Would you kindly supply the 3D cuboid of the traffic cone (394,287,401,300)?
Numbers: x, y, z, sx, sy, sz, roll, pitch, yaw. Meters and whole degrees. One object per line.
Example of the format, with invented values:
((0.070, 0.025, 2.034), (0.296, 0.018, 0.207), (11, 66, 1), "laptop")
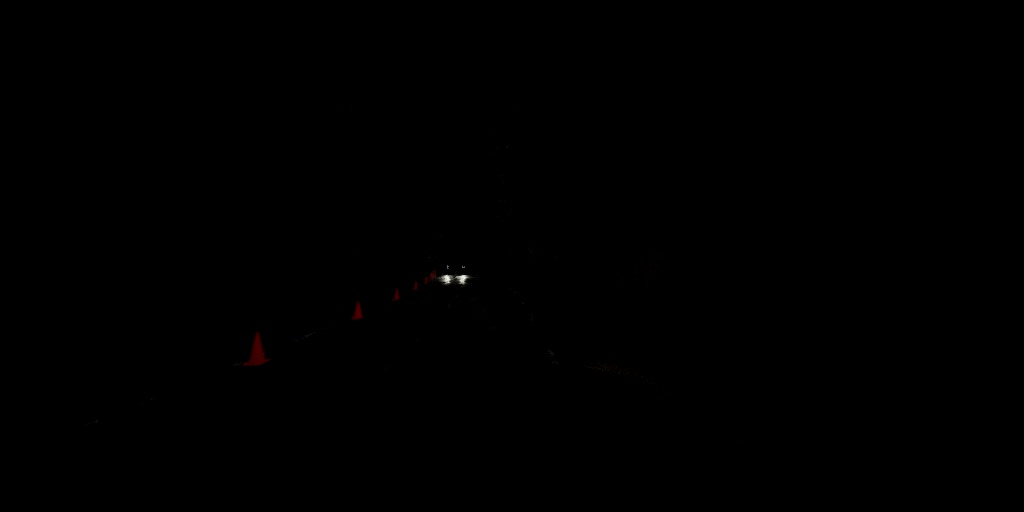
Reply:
((-5.375, 1.759, 16.773), (0.340, 0.580, 0.340), (0, 0, -4), "traffic cone")

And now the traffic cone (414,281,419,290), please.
((-5.801, 1.759, 21.684), (0.340, 0.580, 0.340), (0, 0, -6), "traffic cone")

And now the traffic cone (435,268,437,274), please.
((-7.838, 1.767, 36.330), (0.340, 0.580, 0.340), (0, 0, -10), "traffic cone")

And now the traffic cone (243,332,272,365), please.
((-4.905, 1.763, 6.925), (0.340, 0.580, 0.340), (0, 0, -1), "traffic cone")

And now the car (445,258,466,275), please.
((-6.224, 1.139, 39.246), (2.097, 1.767, 4.553), (-1, 0, -11), "car")

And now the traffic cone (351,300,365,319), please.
((-5.076, 1.760, 11.852), (0.340, 0.580, 0.340), (0, 0, -3), "traffic cone")

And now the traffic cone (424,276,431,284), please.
((-6.354, 1.760, 26.583), (0.340, 0.580, 0.340), (0, 0, -7), "traffic cone")

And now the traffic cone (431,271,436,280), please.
((-7.033, 1.762, 31.467), (0.340, 0.580, 0.340), (0, 0, -9), "traffic cone")
